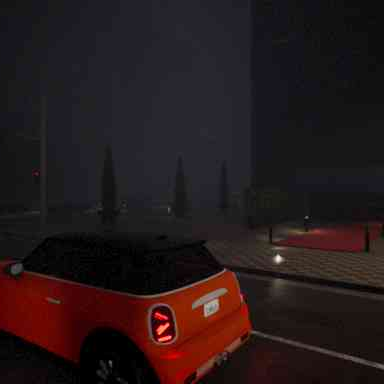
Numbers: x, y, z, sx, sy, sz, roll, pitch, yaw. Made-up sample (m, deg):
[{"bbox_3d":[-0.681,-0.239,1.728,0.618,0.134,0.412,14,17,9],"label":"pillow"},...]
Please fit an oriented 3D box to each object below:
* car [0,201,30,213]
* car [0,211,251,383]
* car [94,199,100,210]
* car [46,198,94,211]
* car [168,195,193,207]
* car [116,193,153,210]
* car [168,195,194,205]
[{"bbox_3d":[-19.052,1.582,33.341,1.895,1.301,4.718,0,0,36],"label":"car"},{"bbox_3d":[-1.505,1.350,5.070,4.553,1.767,2.097,0,0,36],"label":"car"},{"bbox_3d":[-13.587,1.472,40.883,2.128,1.511,4.902,0,0,36],"label":"car"},{"bbox_3d":[-13.266,1.584,35.363,1.895,1.301,4.718,0,0,36],"label":"car"},{"bbox_3d":[-1.714,1.509,51.277,1.812,1.442,4.674,0,0,36],"label":"car"},{"bbox_3d":[-7.534,1.204,43.268,2.150,2.045,5.566,0,0,36],"label":"car"},{"bbox_3d":[-1.802,1.333,57.095,2.097,1.767,4.553,0,0,36],"label":"car"}]
